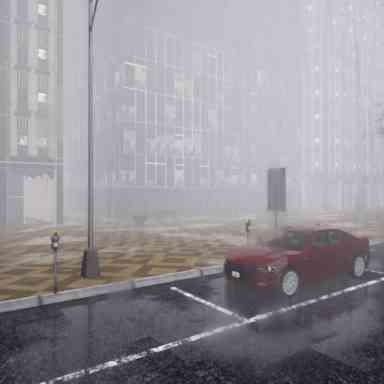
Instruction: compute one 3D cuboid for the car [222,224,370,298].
[{"bbox_3d":[2.783,1.545,8.523,4.507,1.381,1.887,0,0,-35],"label":"car"}]
